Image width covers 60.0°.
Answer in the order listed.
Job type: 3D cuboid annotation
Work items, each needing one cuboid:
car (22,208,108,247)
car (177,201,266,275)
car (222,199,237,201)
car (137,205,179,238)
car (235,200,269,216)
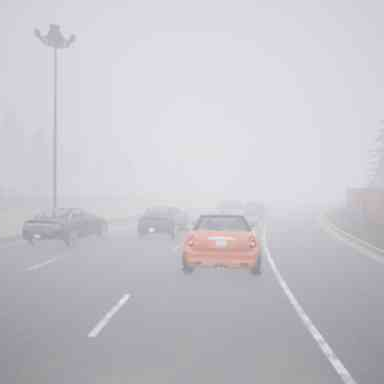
[{"bbox_3d":[-5.415,1.447,14.859,2.128,1.511,4.902,0,0,9],"label":"car"},{"bbox_3d":[1.023,1.341,10.670,2.097,1.767,4.553,0,0,7],"label":"car"},{"bbox_3d":[4.127,1.446,34.922,1.882,1.535,5.008,0,0,23],"label":"car"},{"bbox_3d":[-1.360,1.474,17.496,1.837,1.490,4.892,0,0,11],"label":"car"},{"bbox_3d":[5.565,1.530,29.271,2.033,1.411,5.357,0,0,20],"label":"car"}]
